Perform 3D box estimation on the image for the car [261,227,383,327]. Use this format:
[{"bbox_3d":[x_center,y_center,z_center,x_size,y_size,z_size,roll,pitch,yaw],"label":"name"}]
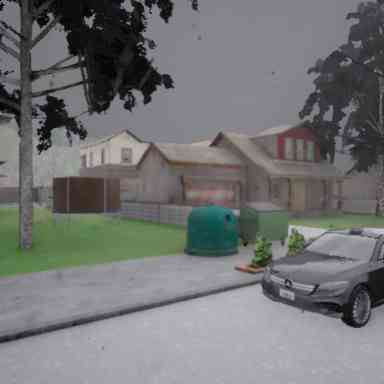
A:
[{"bbox_3d":[3.543,1.523,7.125,4.674,1.442,1.812,0,0,-36],"label":"car"}]
